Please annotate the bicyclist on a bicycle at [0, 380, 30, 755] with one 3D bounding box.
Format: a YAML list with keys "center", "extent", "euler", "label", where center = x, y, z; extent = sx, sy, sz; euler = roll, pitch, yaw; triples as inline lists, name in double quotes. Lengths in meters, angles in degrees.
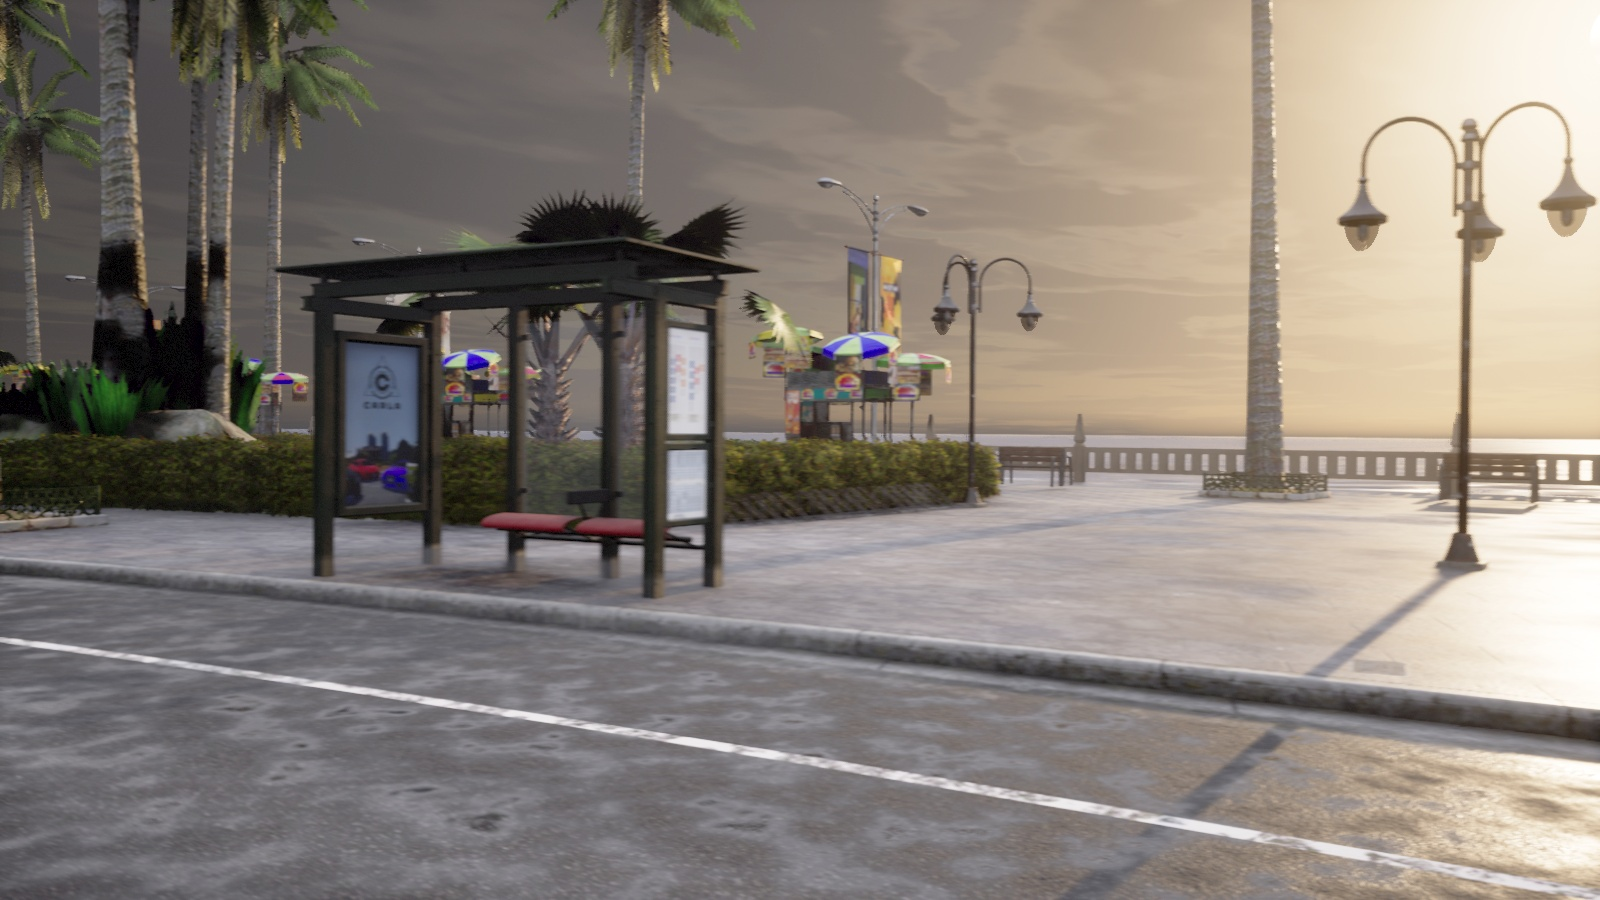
- center: [-4.699, 0.559, 6.188]
  extent: [1.843, 1.776, 0.659]
  euler: [0, 1, 28]
  label: "bicyclist on a bicycle"
